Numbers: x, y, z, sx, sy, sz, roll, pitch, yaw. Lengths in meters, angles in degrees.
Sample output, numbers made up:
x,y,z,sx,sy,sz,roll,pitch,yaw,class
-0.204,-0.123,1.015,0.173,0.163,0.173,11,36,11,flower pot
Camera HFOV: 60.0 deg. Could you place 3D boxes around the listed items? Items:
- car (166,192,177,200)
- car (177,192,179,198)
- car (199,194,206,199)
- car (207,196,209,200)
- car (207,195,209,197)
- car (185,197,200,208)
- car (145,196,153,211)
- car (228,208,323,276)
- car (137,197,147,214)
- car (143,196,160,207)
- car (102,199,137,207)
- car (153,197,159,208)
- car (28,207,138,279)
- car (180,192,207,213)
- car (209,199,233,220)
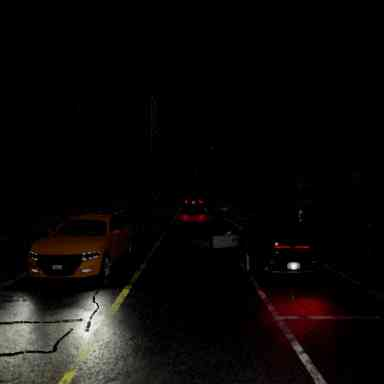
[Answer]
x,y,z,sx,sy,sz,roll,pitch,yaw,class
-5.549,1.001,84.253,2.192,1.841,5.009,0,0,0,car
-5.520,1.233,95.129,1.802,1.307,4.206,0,0,0,car
3.005,1.201,95.106,2.008,1.369,4.403,0,0,0,car
2.853,1.424,35.912,1.947,1.339,4.313,0,0,0,car
2.963,1.145,78.794,1.967,1.590,4.097,0,0,0,car
0.115,1.386,45.625,1.994,1.385,4.181,0,0,0,car
-5.673,1.403,35.932,1.887,1.381,4.507,0,0,0,car
2.379,1.462,10.178,1.837,1.490,4.892,0,0,0,car
-5.687,1.430,30.475,2.008,1.369,4.403,0,0,0,car
-5.645,1.343,46.676,1.752,1.417,4.829,0,0,0,car
-5.701,1.340,25.018,1.967,1.590,4.097,0,0,0,car
-5.659,1.278,41.389,1.967,1.590,4.097,0,0,0,car
-3.076,1.435,10.090,1.882,1.535,5.008,0,0,0,car
0.139,1.083,34.956,2.150,2.045,5.566,0,0,0,car
2.839,1.403,30.626,1.752,1.417,4.829,0,0,0,car
